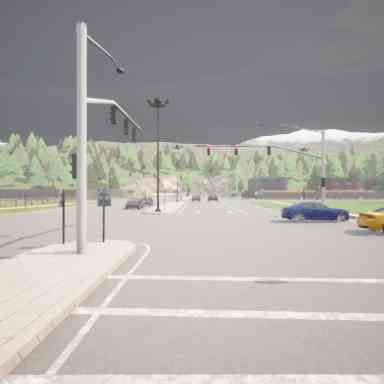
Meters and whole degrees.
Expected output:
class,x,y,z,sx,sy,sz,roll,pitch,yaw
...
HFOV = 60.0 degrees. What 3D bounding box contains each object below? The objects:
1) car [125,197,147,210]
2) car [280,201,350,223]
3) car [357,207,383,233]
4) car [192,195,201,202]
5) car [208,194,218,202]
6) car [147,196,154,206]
class,x,y,z,sx,sy,sz,roll,pitch,yaw
car,-7.577,1.526,44.004,1.812,1.442,4.674,0,0,0
car,9.196,1.477,25.028,5.008,1.535,1.882,0,0,0
car,11.643,1.477,18.011,5.008,1.535,1.882,0,0,0
car,0.866,1.358,69.850,2.128,1.511,4.902,0,0,1
car,4.366,1.188,69.775,2.097,1.767,4.553,0,0,1
car,-7.430,1.491,54.373,2.128,1.511,4.902,0,0,1
